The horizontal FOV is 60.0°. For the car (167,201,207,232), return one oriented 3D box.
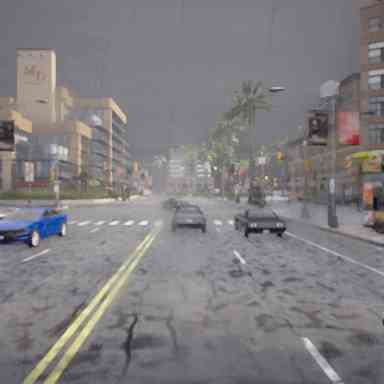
[{"bbox_3d":[-0.193,1.471,19.643,1.994,1.385,4.181,0,0,-1],"label":"car"}]

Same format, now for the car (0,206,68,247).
[{"bbox_3d":[-7.215,1.432,14.954,1.882,1.535,5.008,0,0,-1],"label":"car"}]

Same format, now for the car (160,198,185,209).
[{"bbox_3d":[-2.115,1.362,39.949,2.033,1.411,5.357,0,0,-26],"label":"car"}]

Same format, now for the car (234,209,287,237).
[{"bbox_3d":[3.346,1.512,17.330,1.895,1.301,4.718,0,0,-1],"label":"car"}]

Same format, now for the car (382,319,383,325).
[{"bbox_3d":[3.526,1.530,2.065,2.033,1.411,5.357,0,0,0],"label":"car"}]
